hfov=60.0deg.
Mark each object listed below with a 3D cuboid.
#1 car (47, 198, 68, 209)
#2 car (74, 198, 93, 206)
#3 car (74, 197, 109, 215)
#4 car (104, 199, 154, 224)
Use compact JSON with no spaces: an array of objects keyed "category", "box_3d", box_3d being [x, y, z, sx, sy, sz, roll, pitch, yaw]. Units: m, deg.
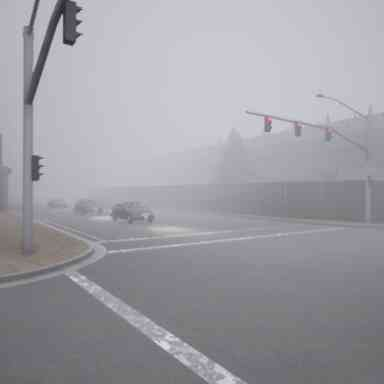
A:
[{"category":"car","box_3d":[-18.455,1.581,45.392,2.033,1.411,5.357,0,0,-34]},{"category":"car","box_3d":[-19.323,1.675,59.144,1.895,1.301,4.718,0,0,-34]},{"category":"car","box_3d":[-10.617,1.511,33.904,2.128,1.511,4.902,0,0,-34]},{"category":"car","box_3d":[-4.582,1.502,25.099,2.128,1.511,4.902,0,0,-34]}]
